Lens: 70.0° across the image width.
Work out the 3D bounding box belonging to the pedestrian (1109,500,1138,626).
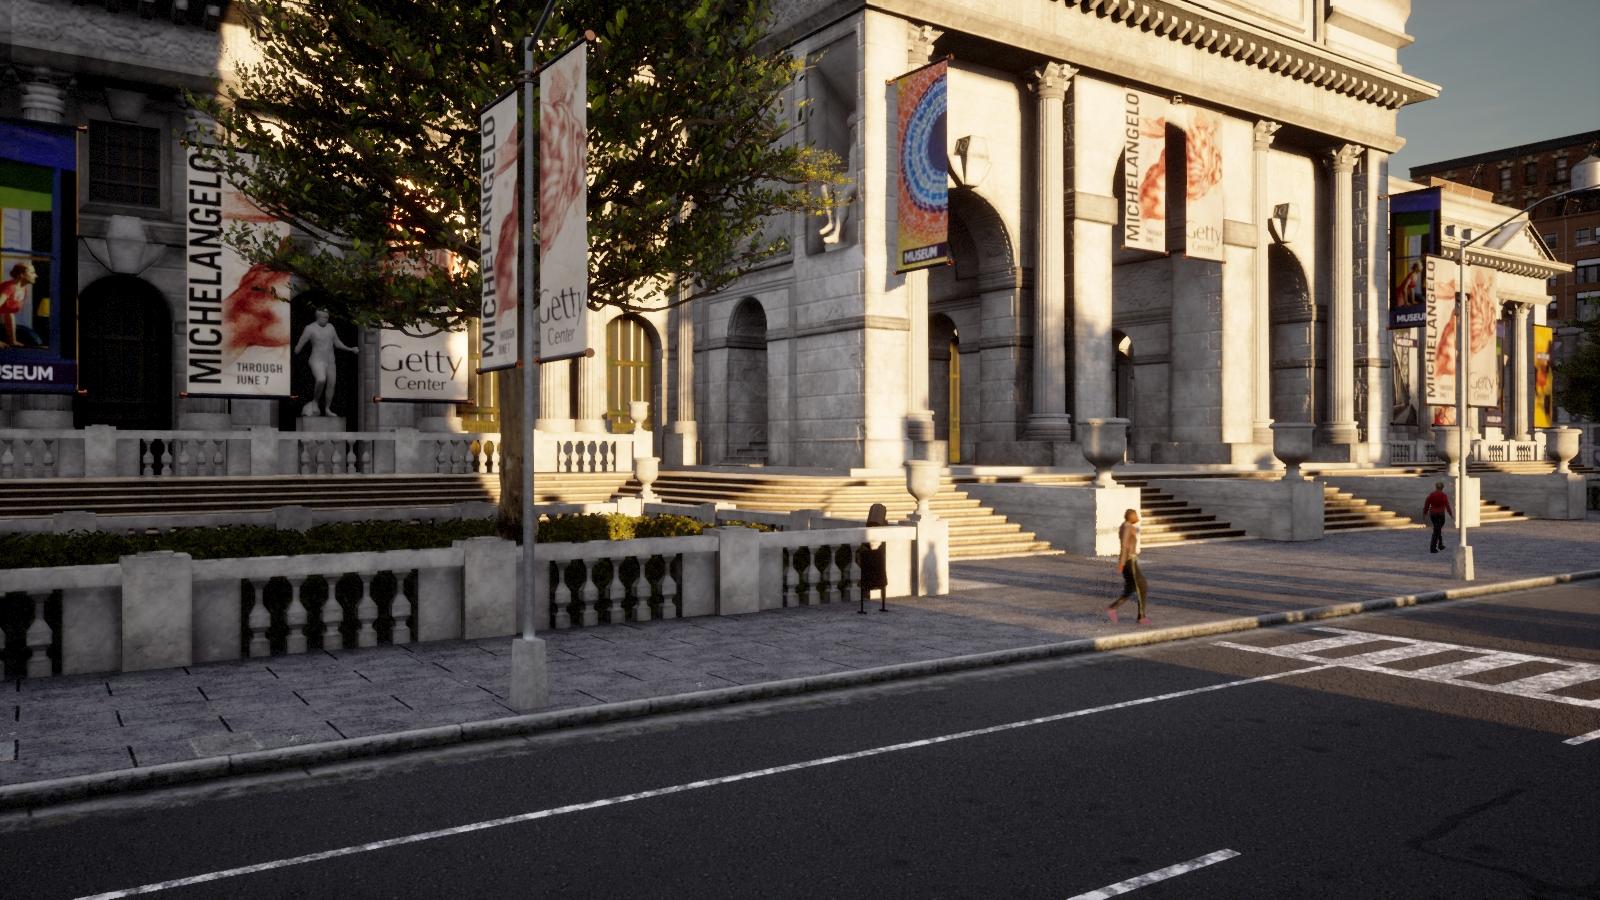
[{"bbox_3d":[4.895,1.696,17.270,0.375,1.860,0.375,0,0,8],"label":"pedestrian"}]

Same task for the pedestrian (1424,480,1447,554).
[{"bbox_3d":[16.189,1.696,29.101,0.375,1.860,0.375,0,0,-29],"label":"pedestrian"}]

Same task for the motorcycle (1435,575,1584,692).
[{"bbox_3d":[8.751,2.213,14.072,2.033,1.145,0.803,0,0,-34],"label":"motorcycle"}]
